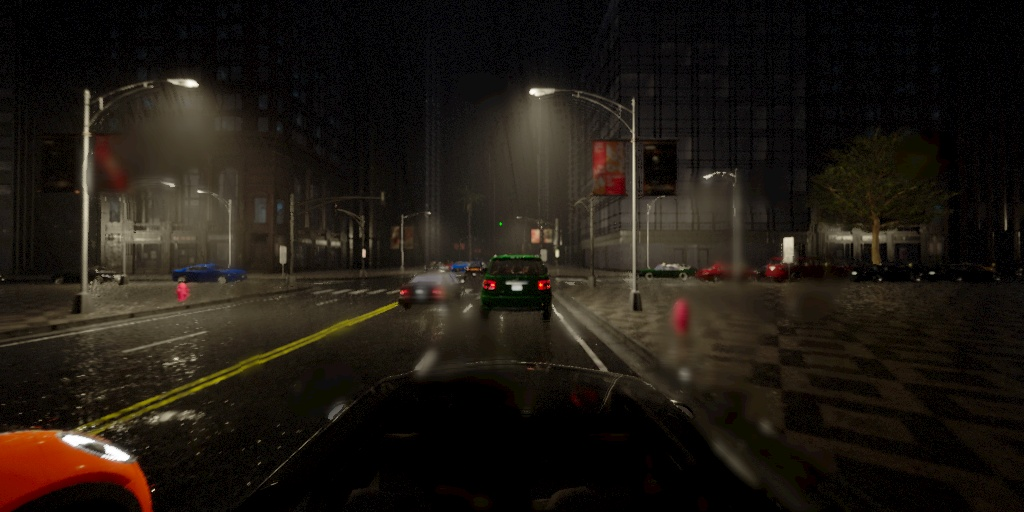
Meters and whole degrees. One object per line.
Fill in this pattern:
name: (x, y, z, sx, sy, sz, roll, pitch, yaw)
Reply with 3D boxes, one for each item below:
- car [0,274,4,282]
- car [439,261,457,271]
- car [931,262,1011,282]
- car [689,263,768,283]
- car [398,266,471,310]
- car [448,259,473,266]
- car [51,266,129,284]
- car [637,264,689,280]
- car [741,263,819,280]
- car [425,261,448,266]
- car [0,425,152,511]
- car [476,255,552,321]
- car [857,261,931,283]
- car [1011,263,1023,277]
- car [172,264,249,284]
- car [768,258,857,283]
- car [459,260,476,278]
car: (-42.409, 1.512, 27.584, 4.892, 1.490, 1.837, 0, -1, 0)
car: (-9.806, 1.551, 55.332, 1.812, 1.442, 4.674, 0, 0, 0)
car: (32.233, 1.246, 25.783, 4.313, 1.339, 1.948, 0, 0, -1)
car: (15.321, 1.315, 25.523, 4.207, 1.307, 1.802, 0, 0, -1)
car: (-3.147, 1.332, 14.949, 2.033, 1.411, 5.357, 0, 0, 0)
car: (-6.581, 1.440, 46.030, 1.882, 1.535, 5.008, 0, 0, 0)
car: (-32.386, 1.487, 27.568, 4.674, 1.442, 1.812, 0, -1, 0)
car: (13.156, 1.408, 31.265, 4.718, 1.301, 1.895, 0, -1, -1)
car: (23.405, 1.320, 31.428, 5.357, 1.411, 2.033, 0, -1, -1)
car: (-9.830, 1.467, 46.007, 1.837, 1.490, 4.892, 0, 0, 1)
car: (-3.150, 1.101, 0.175, 2.097, 1.767, 4.553, 0, 0, 0)
car: (0.109, 0.997, 12.696, 2.150, 2.045, 5.566, 0, 0, -1)
car: (26.596, 1.262, 25.696, 4.313, 1.339, 1.948, 0, 0, -1)
car: (49.024, 1.309, 34.567, 4.313, 1.339, 1.948, 0, 0, -1)
car: (-23.091, 1.396, 27.560, 5.008, 1.535, 1.882, 0, -1, 0)
car: (20.959, 1.028, 25.610, 5.009, 1.841, 2.192, 0, 0, -1)
car: (-3.148, 1.364, 32.360, 2.128, 1.511, 4.902, 0, 0, 0)
